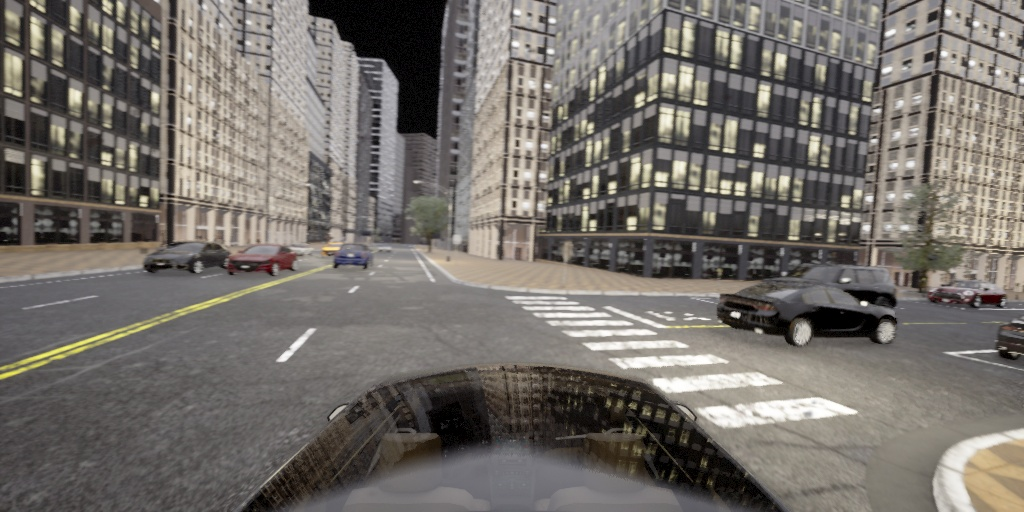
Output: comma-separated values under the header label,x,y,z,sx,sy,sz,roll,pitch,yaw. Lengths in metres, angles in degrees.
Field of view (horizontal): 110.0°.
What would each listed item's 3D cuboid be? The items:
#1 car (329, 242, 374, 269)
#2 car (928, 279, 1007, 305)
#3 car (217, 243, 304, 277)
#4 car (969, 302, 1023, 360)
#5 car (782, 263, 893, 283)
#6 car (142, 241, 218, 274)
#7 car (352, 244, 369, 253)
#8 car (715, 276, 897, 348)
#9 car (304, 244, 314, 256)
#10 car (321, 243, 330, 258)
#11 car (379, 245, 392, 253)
label,x,y,z,sx,sy,sz,roll,pitch,yaw
car,-10.851,-0.102,24.838,2.097,1.767,4.553,2,2,-16
car,27.397,2.177,21.660,4.097,1.591,1.967,0,0,-17
car,-12.545,0.116,18.335,1.882,1.535,5.008,2,2,-16
car,13.706,1.961,8.558,4.403,1.370,2.007,0,0,-17
car,12.544,1.331,14.325,5.566,2.045,2.150,3,2,-17
car,-15.751,0.008,17.725,1.837,1.490,4.892,2,2,-16
car,-23.119,-1.182,54.869,1.895,1.301,4.718,2,2,-16
car,8.186,1.491,9.984,5.008,1.535,1.882,3,1,-16
car,-20.666,-0.572,34.564,1.895,1.301,4.718,2,2,-16
car,-17.702,-0.595,36.029,1.882,1.535,5.008,2,2,-16
car,-21.031,-1.254,59.660,1.895,1.301,4.718,2,2,-16
